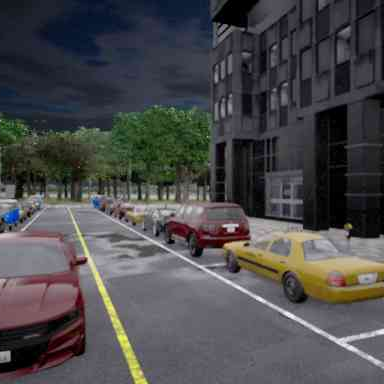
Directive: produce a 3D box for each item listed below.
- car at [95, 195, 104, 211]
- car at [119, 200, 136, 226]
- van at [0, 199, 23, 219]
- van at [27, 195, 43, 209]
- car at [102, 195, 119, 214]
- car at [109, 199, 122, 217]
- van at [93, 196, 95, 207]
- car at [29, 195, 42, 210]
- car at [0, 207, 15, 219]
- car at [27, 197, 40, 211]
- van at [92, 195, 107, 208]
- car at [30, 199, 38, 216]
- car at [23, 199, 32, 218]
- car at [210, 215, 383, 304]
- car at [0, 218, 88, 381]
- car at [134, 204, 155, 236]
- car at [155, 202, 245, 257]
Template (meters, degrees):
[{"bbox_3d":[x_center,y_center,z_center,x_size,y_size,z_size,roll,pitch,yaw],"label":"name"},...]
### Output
[{"bbox_3d":[-9.514,1.315,38.370,2.192,1.841,5.009,0,0,-21],"label":"car"},{"bbox_3d":[-3.628,1.522,23.338,1.752,1.417,4.829,0,0,-21],"label":"car"},{"bbox_3d":[-11.505,1.341,20.071,1.690,1.788,3.998,0,0,-21],"label":"van"},{"bbox_3d":[-21.417,1.348,45.388,1.690,1.788,3.998,0,0,-21],"label":"van"},{"bbox_3d":[-7.531,1.438,33.306,1.967,1.590,4.097,0,0,-21],"label":"car"},{"bbox_3d":[-5.549,1.542,28.243,1.887,1.381,4.507,0,0,-21],"label":"car"},{"bbox_3d":[-11.496,1.342,43.433,1.690,1.788,3.998,0,0,-21],"label":"van"},{"bbox_3d":[-19.435,1.445,40.324,1.967,1.590,4.097,0,0,-21],"label":"car"},{"bbox_3d":[-9.522,1.565,15.008,1.947,1.339,4.313,0,0,-21],"label":"car"},{"bbox_3d":[-17.390,1.528,35.103,1.752,1.417,4.829,0,0,-21],"label":"car"},{"bbox_3d":[-13.479,1.344,48.496,1.690,1.788,3.998,0,0,-21],"label":"van"},{"bbox_3d":[-15.469,1.567,30.198,1.947,1.339,4.313,0,0,-21],"label":"car"},{"bbox_3d":[-13.425,1.526,24.977,1.752,1.417,4.829,0,0,-21],"label":"car"},{"bbox_3d":[2.320,1.522,8.148,1.752,1.417,4.829,0,0,-21],"label":"car"},{"bbox_3d":[-2.959,1.477,5.828,1.882,1.535,5.008,0,0,-21],"label":"car"},{"bbox_3d":[-1.583,1.547,18.116,2.008,1.369,4.403,0,0,-21],"label":"car"},{"bbox_3d":[0.399,1.311,13.053,2.192,1.841,5.009,0,0,-21],"label":"car"}]
